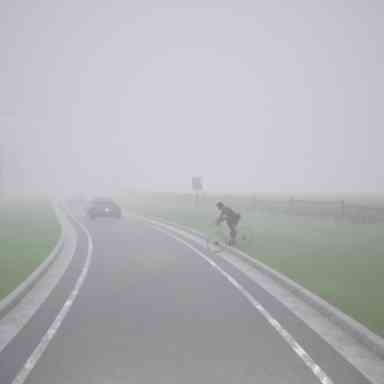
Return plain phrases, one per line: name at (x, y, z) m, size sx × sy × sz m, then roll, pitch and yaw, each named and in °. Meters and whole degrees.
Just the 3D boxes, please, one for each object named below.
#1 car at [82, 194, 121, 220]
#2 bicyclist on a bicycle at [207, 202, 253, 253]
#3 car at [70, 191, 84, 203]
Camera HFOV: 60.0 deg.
car at (-6.259, 1.079, 23.162) m, size 1.994 × 1.385 × 4.181 m, roll -1°, pitch 1°, yaw -23°
bicyclist on a bicycle at (1.183, 1.118, 10.908) m, size 1.656 × 1.620 × 0.582 m, roll -9°, pitch -2°, yaw -15°
car at (-14.722, 0.630, 42.916) m, size 1.812 × 1.442 × 4.674 m, roll -1°, pitch 1°, yaw -22°
